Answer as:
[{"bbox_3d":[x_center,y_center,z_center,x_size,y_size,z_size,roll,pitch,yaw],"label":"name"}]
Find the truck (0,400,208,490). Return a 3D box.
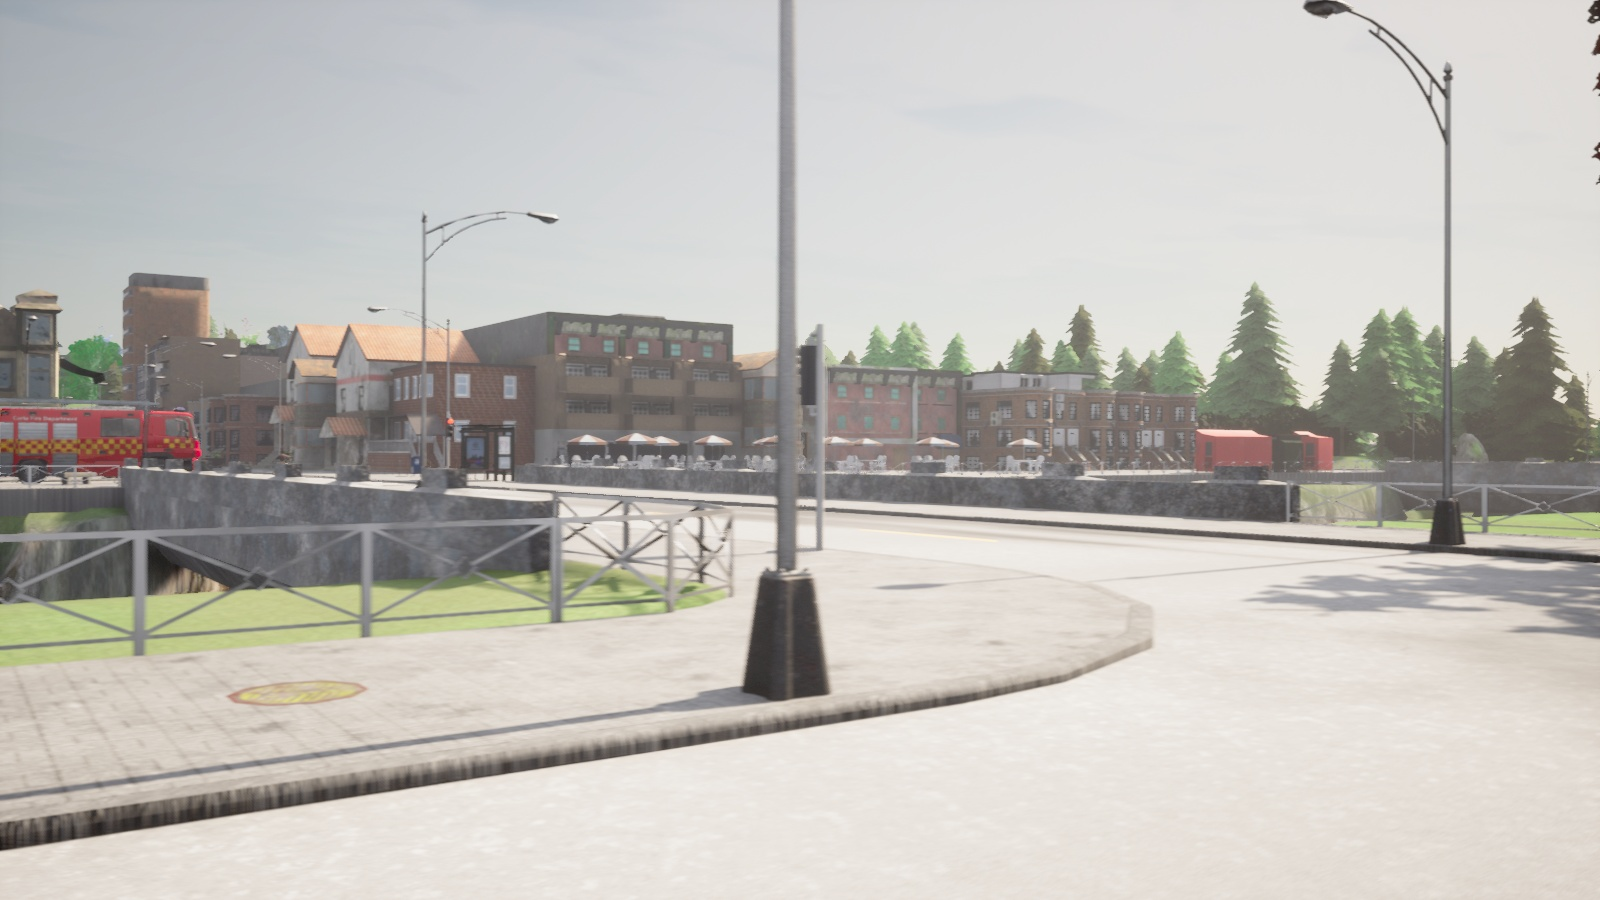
[{"bbox_3d":[-31.756,-0.213,57.096,8.468,3.827,2.891,0,0,-31],"label":"truck"}]
